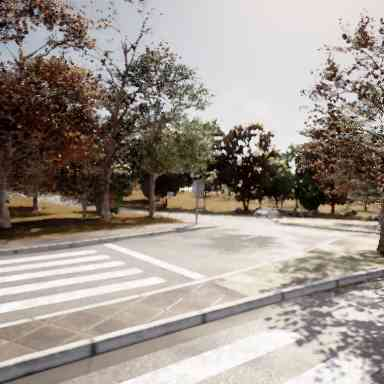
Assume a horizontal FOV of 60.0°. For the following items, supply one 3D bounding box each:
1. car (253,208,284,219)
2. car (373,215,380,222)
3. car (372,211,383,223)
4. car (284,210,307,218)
[{"bbox_3d":[10.008,2.818,44.606,1.812,1.442,4.674,0,-3,42],"label":"car"},{"bbox_3d":[30.173,4.057,50.120,4.181,1.385,1.994,2,-2,21],"label":"car"},{"bbox_3d":[31.545,4.016,53.087,4.553,1.767,2.097,2,-2,21],"label":"car"},{"bbox_3d":[15.721,3.468,52.768,4.718,1.301,1.895,4,-2,-23],"label":"car"}]
